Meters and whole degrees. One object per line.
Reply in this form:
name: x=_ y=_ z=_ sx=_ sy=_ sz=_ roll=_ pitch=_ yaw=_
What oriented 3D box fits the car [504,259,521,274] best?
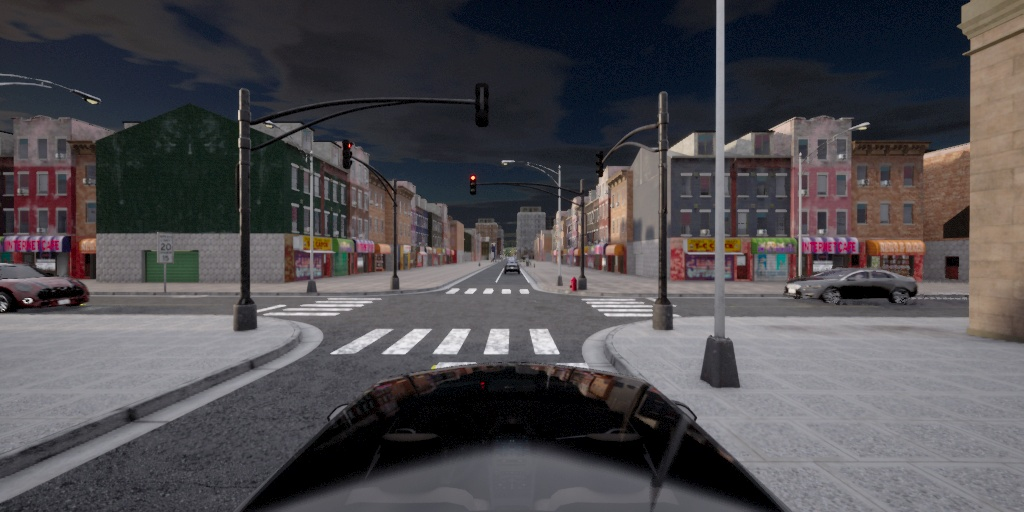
car: x=0.011 y=1.313 z=40.659 sx=1.948 sy=1.339 sz=4.313 roll=0 pitch=0 yaw=0

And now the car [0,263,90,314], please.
car: x=-18.302 y=1.052 z=12.861 sx=4.553 sy=1.767 sz=2.097 roll=0 pitch=0 yaw=0

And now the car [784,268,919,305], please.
car: x=14.833 y=1.285 z=15.842 sx=4.902 sy=1.511 sz=2.128 roll=0 pitch=0 yaw=0
